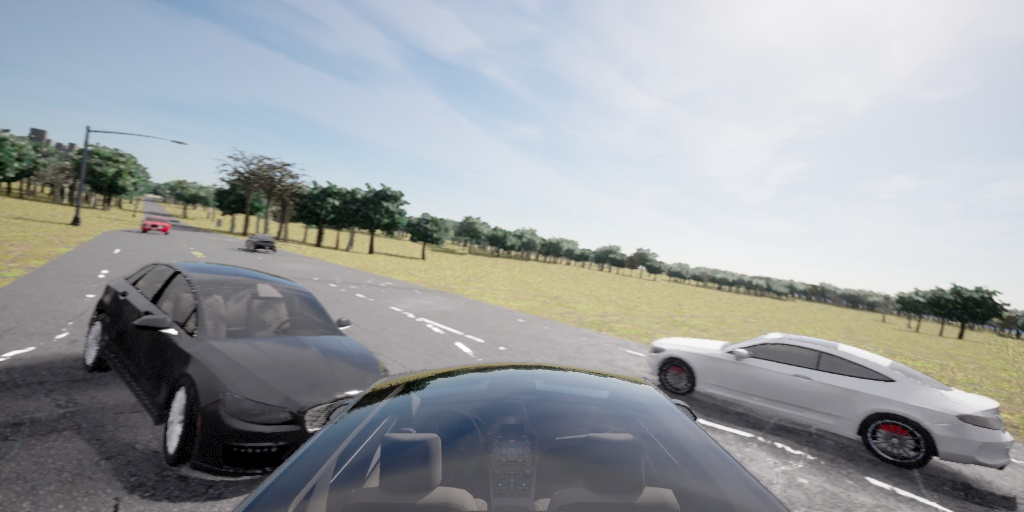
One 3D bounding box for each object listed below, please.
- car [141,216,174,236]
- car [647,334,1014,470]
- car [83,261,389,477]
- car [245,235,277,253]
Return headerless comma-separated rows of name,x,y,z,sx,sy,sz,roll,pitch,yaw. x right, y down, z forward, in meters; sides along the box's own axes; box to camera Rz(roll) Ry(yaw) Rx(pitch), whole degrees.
car,-40.973,-3.511,41.302,2.150,2.045,5.566,7,0,-42
car,4.857,2.112,6.334,4.674,1.442,1.812,6,-1,44
car,-3.506,0.969,4.544,4.892,1.490,1.837,10,-4,31
car,-23.683,-1.197,33.828,4.892,1.490,1.837,7,0,44
